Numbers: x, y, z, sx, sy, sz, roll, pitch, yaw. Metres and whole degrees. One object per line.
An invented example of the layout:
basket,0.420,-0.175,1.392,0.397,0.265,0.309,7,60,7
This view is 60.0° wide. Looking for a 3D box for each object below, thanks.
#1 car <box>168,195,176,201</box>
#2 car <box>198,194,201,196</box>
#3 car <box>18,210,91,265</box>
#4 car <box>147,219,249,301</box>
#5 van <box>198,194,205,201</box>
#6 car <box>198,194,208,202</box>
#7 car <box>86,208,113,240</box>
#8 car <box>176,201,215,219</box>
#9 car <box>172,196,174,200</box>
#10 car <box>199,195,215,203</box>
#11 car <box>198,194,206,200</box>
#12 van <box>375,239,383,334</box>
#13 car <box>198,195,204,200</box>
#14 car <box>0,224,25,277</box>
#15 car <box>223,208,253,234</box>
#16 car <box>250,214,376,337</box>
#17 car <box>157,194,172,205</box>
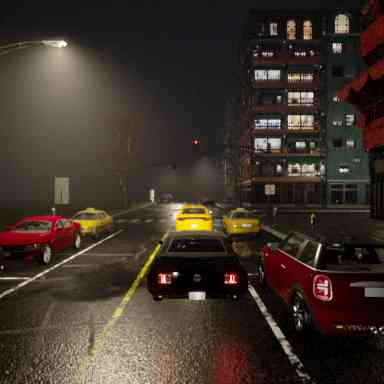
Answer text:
car,-5.313,1.609,89.357,1.802,1.307,4.206,1,0,0
car,2.568,1.587,72.886,1.947,1.339,4.313,1,0,0
car,-5.307,1.547,11.764,1.887,1.381,4.507,1,0,0
car,0.100,1.603,8.280,1.895,1.301,4.718,0,0,0
van,2.570,1.368,89.869,1.690,1.788,3.998,1,0,0
car,2.571,1.338,78.547,2.192,1.841,5.009,1,0,0
car,-5.307,1.529,17.130,1.752,1.417,4.829,1,0,0
car,0.101,1.482,18.397,1.882,1.535,5.008,0,0,0
car,-5.309,1.334,66.741,2.192,1.841,5.009,1,0,0
car,2.570,1.565,50.242,2.008,1.369,4.403,1,0,0
car,2.569,1.599,61.564,1.802,1.307,4.206,1,0,0
van,2.576,1.341,1.093,1.690,1.788,3.998,1,0,0
car,2.567,1.555,95.700,1.752,1.417,4.829,1,0,0
car,-5.307,1.552,6.227,2.008,1.369,4.403,1,0,0
car,2.573,1.530,17.897,1.752,1.417,4.829,1,0,0
car,2.575,1.442,6.638,1.967,1.590,4.097,1,0,0
car,-5.310,1.457,61.086,1.967,1.590,4.097,1,0,0
